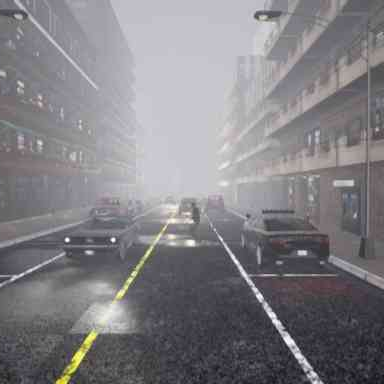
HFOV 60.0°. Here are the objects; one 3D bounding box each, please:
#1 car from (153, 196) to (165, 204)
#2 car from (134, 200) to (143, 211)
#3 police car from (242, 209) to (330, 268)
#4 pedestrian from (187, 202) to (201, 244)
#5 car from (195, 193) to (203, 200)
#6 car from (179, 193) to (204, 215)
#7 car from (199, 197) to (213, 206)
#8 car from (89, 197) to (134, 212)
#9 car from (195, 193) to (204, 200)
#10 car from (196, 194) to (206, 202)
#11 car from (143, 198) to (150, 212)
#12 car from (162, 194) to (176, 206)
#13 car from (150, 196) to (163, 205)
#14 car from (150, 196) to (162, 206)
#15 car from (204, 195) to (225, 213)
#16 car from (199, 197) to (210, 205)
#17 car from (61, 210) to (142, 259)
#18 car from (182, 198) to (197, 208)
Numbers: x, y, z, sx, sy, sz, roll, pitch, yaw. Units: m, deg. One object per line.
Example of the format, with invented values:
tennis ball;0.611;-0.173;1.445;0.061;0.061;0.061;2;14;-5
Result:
car;-6.244;1.422;63.607;1.752;1.417;4.829;-1;0;0
car;-5.956;1.388;29.793;1.967;1.590;4.097;-1;0;0
police car;2.904;1.405;11.401;1.930;1.638;5.238;0;0;0
pedestrian;0.121;1.269;14.133;0.375;1.860;0.375;-1;1;-5
car;1.889;1.174;92.133;2.192;1.841;5.009;-1;0;0
car;-0.216;1.294;33.068;2.097;1.767;4.553;0;0;0
car;2.232;1.479;52.488;1.947;1.339;4.313;-1;0;0
car;-5.909;1.273;24.130;2.192;1.841;5.009;-1;0;0
car;1.938;1.180;86.470;2.192;1.841;5.009;-1;0;0
car;2.037;1.320;75.142;1.967;1.590;4.097;-1;0;0
car;-6.002;1.505;35.457;1.947;1.339;4.313;-1;0;0
car;-3.544;1.414;54.157;1.837;1.490;4.892;0;0;0
car;-6.195;1.430;57.943;1.752;1.417;4.829;-1;0;0
car;-6.147;1.439;52.279;1.752;1.417;4.829;-1;0;0
car;2.374;1.254;35.497;2.192;1.841;5.009;-1;0;0
car;2.184;1.486;58.152;1.802;1.307;4.206;-1;0;0
car;-3.207;1.578;12.571;1.895;1.301;4.718;0;0;0
car;-0.328;1.522;46.930;1.895;1.301;4.718;0;0;0
